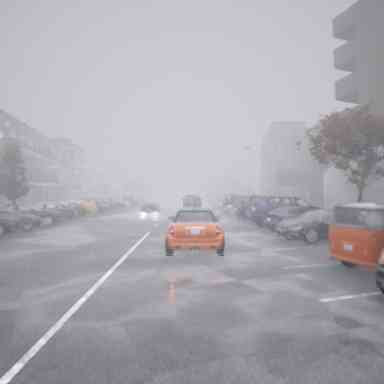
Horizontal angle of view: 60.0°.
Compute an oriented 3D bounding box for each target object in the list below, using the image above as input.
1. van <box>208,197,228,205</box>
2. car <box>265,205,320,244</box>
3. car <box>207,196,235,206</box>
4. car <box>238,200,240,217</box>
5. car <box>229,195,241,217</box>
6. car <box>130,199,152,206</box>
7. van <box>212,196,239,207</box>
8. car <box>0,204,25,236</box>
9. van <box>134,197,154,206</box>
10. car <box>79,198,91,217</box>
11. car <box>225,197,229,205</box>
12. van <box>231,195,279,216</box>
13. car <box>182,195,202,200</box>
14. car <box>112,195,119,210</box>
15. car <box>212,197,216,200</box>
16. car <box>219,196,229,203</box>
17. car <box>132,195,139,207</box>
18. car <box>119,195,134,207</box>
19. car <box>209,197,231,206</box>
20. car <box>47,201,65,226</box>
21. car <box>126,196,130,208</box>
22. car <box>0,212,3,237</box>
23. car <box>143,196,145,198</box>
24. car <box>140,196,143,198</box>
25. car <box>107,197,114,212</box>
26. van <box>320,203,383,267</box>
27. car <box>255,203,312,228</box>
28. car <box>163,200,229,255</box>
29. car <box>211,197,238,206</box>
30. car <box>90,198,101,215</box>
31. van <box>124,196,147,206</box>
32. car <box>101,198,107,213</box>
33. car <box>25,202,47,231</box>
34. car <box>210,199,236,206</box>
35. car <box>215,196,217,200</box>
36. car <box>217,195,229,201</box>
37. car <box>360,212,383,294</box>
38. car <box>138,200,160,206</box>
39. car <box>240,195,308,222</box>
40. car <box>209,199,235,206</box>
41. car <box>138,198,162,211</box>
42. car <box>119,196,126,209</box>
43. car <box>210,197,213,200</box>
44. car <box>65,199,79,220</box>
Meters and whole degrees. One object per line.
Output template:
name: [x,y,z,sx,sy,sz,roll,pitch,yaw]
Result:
van: [6.172,2.178,78.704,4.442,1.987,1.878,1,-3,-20]
car: [6.325,1.536,15.819,4.892,1.521,2.231,1,0,-19]
car: [6.238,1.960,72.743,5.566,2.045,2.435,1,-2,-20]
car: [6.368,1.556,24.858,4.892,1.521,2.231,1,0,-20]
car: [6.390,1.311,27.874,5.566,2.045,2.435,1,0,-20]
car: [-11.552,2.334,75.211,4.674,1.452,2.002,0,-2,-20]
van: [6.126,1.674,60.745,4.442,1.987,1.878,1,-1,-20]
car: [-11.338,1.515,16.527,5.008,1.535,2.097,-1,0,-21]
van: [-11.631,2.282,81.032,4.442,1.987,1.878,0,-2,-20]
car: [-11.441,1.546,28.267,4.892,1.521,2.231,-1,0,-20]
car: [6.167,1.563,30.791,5.366,1.575,1.946,1,0,-20]
van: [6.431,1.352,33.897,4.442,1.987,1.878,1,-1,-20]
car: [0.004,1.330,39.252,2.150,2.045,5.566,0,0,0]
car: [-11.503,1.470,40.012,4.553,1.767,2.185,-1,0,-20]
car: [6.211,1.768,51.794,4.792,1.488,2.163,1,-1,-20]
car: [6.125,1.583,36.784,5.366,1.575,1.946,1,0,-20]
car: [-11.605,1.483,51.730,5.566,2.045,2.435,-1,-1,-20]
car: [-11.741,1.687,48.746,5.366,1.575,1.946,-1,0,-20]
car: [6.301,2.178,75.759,4.553,1.767,2.185,1,-2,-20]
car: [-11.402,1.530,22.400,5.008,1.535,2.097,-1,0,-21]
car: [-11.564,1.653,45.873,5.008,1.535,2.097,-1,-1,-20]
car: [-11.120,1.502,13.657,5.366,1.575,1.946,-1,0,-21]
car: [-11.553,1.772,60.551,4.553,1.767,2.185,0,-1,-20]
car: [-11.576,1.839,57.610,4.892,1.521,2.231,0,-1,-20]
car: [-11.519,1.616,37.078,4.674,1.452,2.002,-1,-1,-20]
van: [6.347,1.297,9.853,4.442,1.987,1.878,1,0,-19]
car: [6.370,1.572,18.839,4.792,1.488,2.163,1,0,-20]
car: [0.109,1.384,13.536,2.097,1.767,4.553,0,0,0]
car: [6.204,1.845,63.774,4.553,1.767,2.185,1,-2,-20]
car: [-11.468,1.552,31.204,5.008,1.535,2.097,-1,0,-20]
van: [-11.680,1.893,69.306,4.442,1.987,1.878,0,-1,-20]
car: [-11.467,1.437,34.146,4.553,1.767,2.185,-1,0,-20]
car: [-11.335,1.551,19.473,4.792,1.488,2.163,-1,0,-21]
car: [6.234,2.085,66.769,4.674,1.452,2.002,1,-2,-20]
car: [6.429,1.660,45.889,5.366,1.575,1.946,1,-1,-20]
car: [6.310,1.355,39.855,5.566,2.045,2.435,1,-1,-20]
car: [6.156,1.389,6.799,4.553,1.767,2.185,1,0,-19]
car: [-11.626,2.970,89.765,5.366,1.575,1.946,0,-4,-20]
car: [6.394,1.297,21.855,5.566,2.045,2.435,1,0,-20]
car: [6.274,2.155,69.773,4.792,1.488,2.163,1,-2,-20]
car: [-5.216,1.734,41.945,1.895,1.301,4.718,0,0,0]
car: [-11.539,1.620,42.942,5.008,1.535,2.097,-1,0,-20]
car: [6.059,1.836,57.725,5.366,1.575,1.946,1,-1,-20]
car: [-11.418,1.538,25.334,4.892,1.521,2.231,-1,0,-21]
